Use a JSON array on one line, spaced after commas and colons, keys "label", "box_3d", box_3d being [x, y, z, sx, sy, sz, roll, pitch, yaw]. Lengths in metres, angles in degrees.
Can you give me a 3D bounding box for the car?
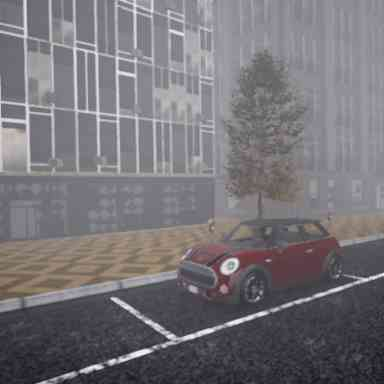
[{"label": "car", "box_3d": [1.646, 1.371, 7.736, 4.097, 1.590, 1.967, -1, 0, -35]}]
